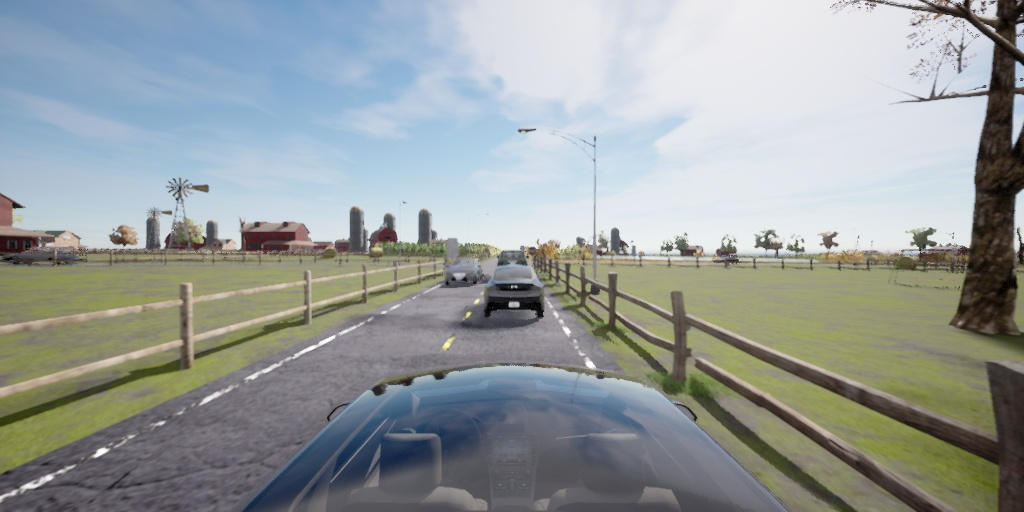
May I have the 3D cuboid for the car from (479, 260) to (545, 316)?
[{"bbox_3d":[0.072,1.065,12.424,1.837,1.490,4.892,0,1,0],"label":"car"}]

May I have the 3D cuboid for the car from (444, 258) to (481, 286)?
[{"bbox_3d":[-2.837,0.891,21.722,2.128,1.511,4.902,0,1,0],"label":"car"}]

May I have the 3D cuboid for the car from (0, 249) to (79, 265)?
[{"bbox_3d":[-44.942,0.072,34.214,4.902,1.511,2.128,1,0,-21],"label":"car"}]

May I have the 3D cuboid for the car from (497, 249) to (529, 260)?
[{"bbox_3d":[0.064,0.547,26.016,2.150,2.045,5.566,0,1,0],"label":"car"}]
